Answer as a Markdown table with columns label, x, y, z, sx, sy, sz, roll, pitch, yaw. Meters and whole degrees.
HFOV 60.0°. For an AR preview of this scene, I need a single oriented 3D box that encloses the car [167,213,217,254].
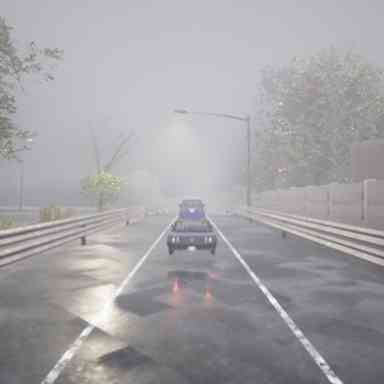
| label | x | y | z | sx | sy | sz | roll | pitch | yaw |
| --- | --- | --- | --- | --- | --- | --- | --- | --- | --- |
| car | 0.016 | 1.802 | 14.345 | 1.895 | 1.301 | 4.718 | 0 | -1 | 1 |

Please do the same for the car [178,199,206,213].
| label | x | y | z | sx | sy | sz | roll | pitch | yaw |
| --- | --- | --- | --- | --- | --- | --- | --- | --- | --- |
| car | 0.004 | 1.625 | 28.638 | 2.150 | 2.045 | 5.566 | 0 | -1 | 0 |
